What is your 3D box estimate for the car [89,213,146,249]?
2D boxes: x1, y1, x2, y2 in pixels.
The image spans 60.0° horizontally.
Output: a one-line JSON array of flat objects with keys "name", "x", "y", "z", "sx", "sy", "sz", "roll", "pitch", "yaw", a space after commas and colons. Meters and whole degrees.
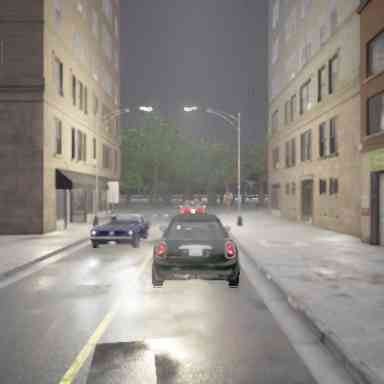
[{"name": "car", "x": -3.075, "y": 1.666, "z": 15.024, "sx": 1.895, "sy": 1.301, "sz": 4.718, "roll": 0, "pitch": 0, "yaw": 0}]

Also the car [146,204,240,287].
[{"name": "car", "x": 0.091, "y": 1.394, "z": 9.630, "sx": 2.097, "sy": 1.767, "sz": 4.553, "roll": 0, "pitch": 0, "yaw": 0}]

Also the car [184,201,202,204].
[{"name": "car", "x": 0.064, "y": 1.468, "z": 26.628, "sx": 2.097, "sy": 1.767, "sz": 4.553, "roll": 0, "pitch": 0, "yaw": 0}]
